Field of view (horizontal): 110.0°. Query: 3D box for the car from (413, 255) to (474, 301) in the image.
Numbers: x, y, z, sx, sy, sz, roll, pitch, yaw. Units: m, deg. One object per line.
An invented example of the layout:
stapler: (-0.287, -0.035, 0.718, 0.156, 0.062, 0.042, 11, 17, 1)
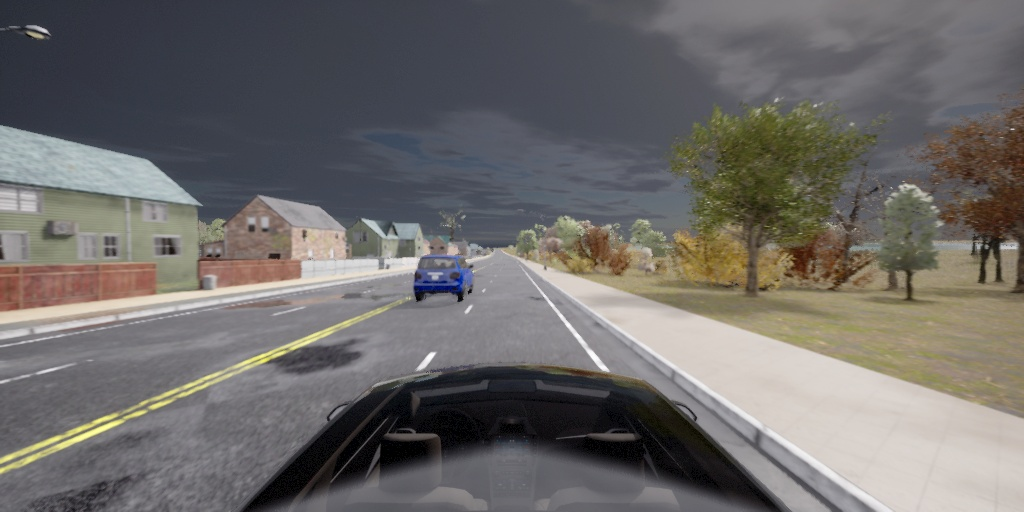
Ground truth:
car: (-3.150, 0.974, 17.393, 2.150, 2.045, 5.566, 0, 0, 0)
